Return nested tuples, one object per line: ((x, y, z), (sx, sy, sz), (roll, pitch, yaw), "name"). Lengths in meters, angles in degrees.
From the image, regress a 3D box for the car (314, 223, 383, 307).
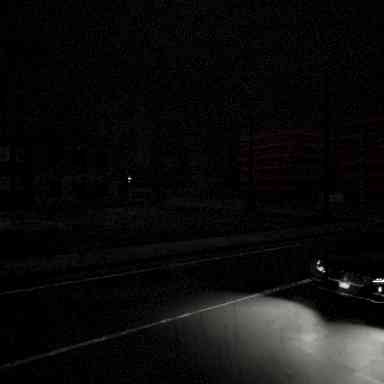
((4.784, 1.505, 7.725), (4.892, 1.490, 1.837), (0, 0, -38), "car")
